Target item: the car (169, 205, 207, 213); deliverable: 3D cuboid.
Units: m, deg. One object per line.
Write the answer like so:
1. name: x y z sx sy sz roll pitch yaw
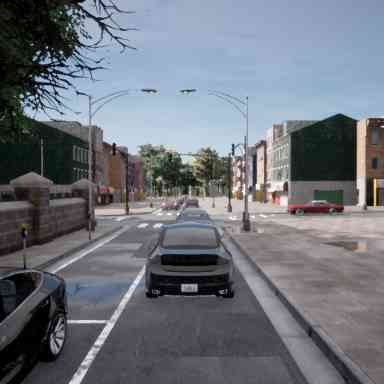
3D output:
1. car: 0.079 1.553 15.936 2.033 1.411 5.357 0 0 0

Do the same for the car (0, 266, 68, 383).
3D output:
1. car: -2.648 1.565 3.195 1.947 1.339 4.313 -1 0 0

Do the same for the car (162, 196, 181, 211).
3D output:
1. car: -2.699 1.479 41.515 1.967 1.590 4.097 -1 0 0

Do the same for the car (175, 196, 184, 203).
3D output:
1. car: -2.739 1.658 74.123 1.887 1.381 4.507 -1 0 0

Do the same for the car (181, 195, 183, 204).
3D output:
1. car: -2.706 1.489 46.949 1.967 1.590 4.097 -1 0 0

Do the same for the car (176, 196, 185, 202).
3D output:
1. car: -2.746 1.693 79.558 1.947 1.339 4.313 -1 0 0

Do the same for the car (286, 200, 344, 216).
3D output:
1. car: 10.920 1.429 29.802 4.718 1.301 1.895 -1 1 0

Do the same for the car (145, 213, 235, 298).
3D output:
1. car: -0.033 1.505 8.491 1.837 1.490 4.892 0 0 0

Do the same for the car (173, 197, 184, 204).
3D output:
1. car: -2.733 1.650 68.688 2.008 1.369 4.403 -1 0 0

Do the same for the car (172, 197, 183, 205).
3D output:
1. car: -2.726 1.630 63.253 1.887 1.381 4.507 -1 0 0

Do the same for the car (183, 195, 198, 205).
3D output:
1. car: 0.034 1.552 52.707 2.128 1.511 4.902 0 0 0

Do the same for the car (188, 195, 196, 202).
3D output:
1. car: -0.103 1.612 82.093 1.882 1.535 5.008 0 0 0
